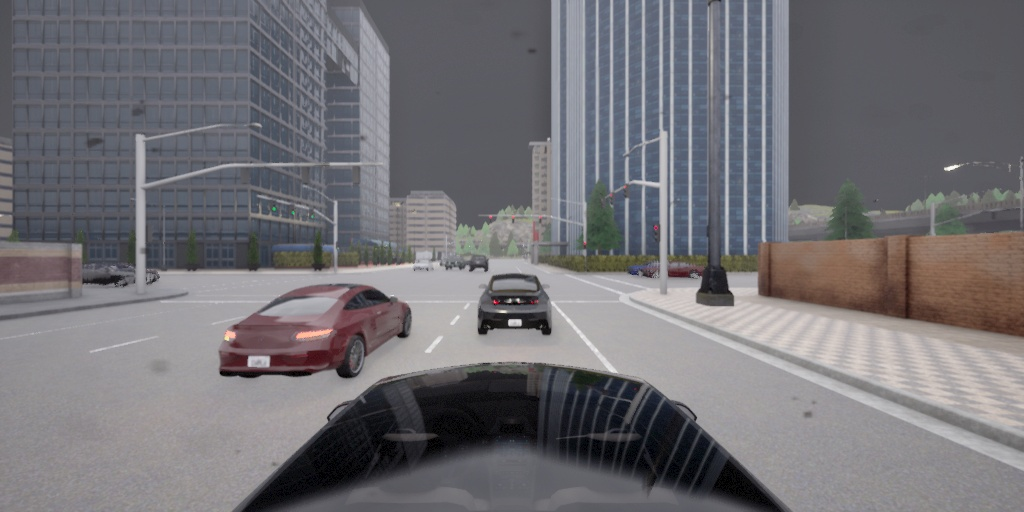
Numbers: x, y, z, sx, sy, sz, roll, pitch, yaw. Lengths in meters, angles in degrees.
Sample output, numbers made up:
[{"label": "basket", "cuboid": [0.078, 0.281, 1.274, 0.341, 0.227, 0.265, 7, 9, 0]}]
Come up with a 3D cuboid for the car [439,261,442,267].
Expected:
[{"label": "car", "cuboid": [-11.564, 1.161, 63.470, 2.128, 1.511, 4.902, 0, 0, 0]}]

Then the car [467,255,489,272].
[{"label": "car", "cuboid": [-4.136, 0.913, 45.955, 2.150, 2.045, 5.566, 0, 0, -1]}]

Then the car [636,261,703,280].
[{"label": "car", "cuboid": [13.545, 1.190, 30.437, 5.008, 1.535, 1.882, 0, 0, -1]}]

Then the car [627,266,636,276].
[{"label": "car", "cuboid": [13.499, 1.185, 33.956, 5.008, 1.535, 1.882, 0, 0, -1]}]

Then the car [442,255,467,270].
[{"label": "car", "cuboid": [-7.888, 0.909, 50.180, 2.150, 2.045, 5.566, 0, 0, -1]}]

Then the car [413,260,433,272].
[{"label": "car", "cuboid": [-11.330, 1.218, 45.916, 1.812, 1.442, 4.674, 0, 0, -1]}]

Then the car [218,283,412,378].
[{"label": "car", "cuboid": [-3.436, 1.269, 7.182, 1.812, 1.442, 4.674, 0, 0, 0]}]

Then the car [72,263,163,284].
[{"label": "car", "cuboid": [-28.885, 1.244, 26.375, 4.674, 1.442, 1.812, 0, 0, -1]}]

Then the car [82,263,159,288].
[{"label": "car", "cuboid": [-25.611, 1.214, 22.904, 4.902, 1.511, 2.128, 0, 0, -1]}]

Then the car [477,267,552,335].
[{"label": "car", "cuboid": [0.066, 1.243, 10.447, 1.837, 1.490, 4.892, 0, 0, 0]}]

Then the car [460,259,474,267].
[{"label": "car", "cuboid": [-8.071, 1.232, 64.083, 1.994, 1.385, 4.181, 0, 0, 0]}]
